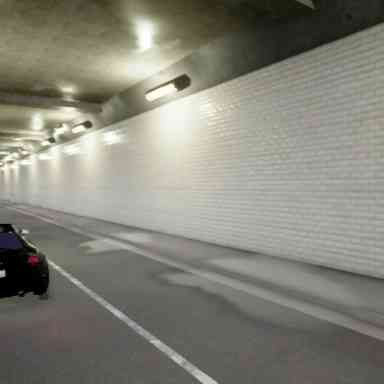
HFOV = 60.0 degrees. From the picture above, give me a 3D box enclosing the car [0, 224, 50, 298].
[{"bbox_3d":[-4.687,1.425,7.562,1.994,1.385,4.181,-2,2,-36],"label":"car"}]
